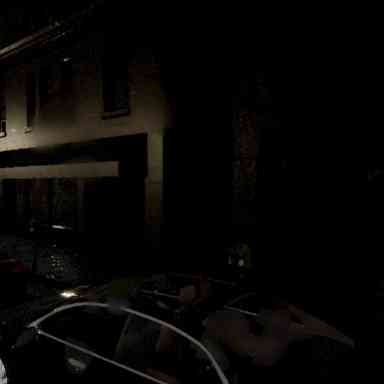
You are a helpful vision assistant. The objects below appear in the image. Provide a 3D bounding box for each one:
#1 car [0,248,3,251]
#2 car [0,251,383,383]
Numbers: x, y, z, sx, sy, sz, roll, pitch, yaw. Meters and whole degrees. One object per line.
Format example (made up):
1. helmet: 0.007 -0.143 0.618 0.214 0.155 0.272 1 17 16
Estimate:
1. car: -4.813 1.427 6.434 4.206 1.307 1.802 1 2 37
2. car: -0.380 1.472 3.147 4.403 1.369 2.008 1 2 37
